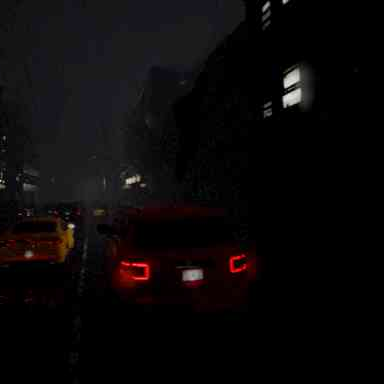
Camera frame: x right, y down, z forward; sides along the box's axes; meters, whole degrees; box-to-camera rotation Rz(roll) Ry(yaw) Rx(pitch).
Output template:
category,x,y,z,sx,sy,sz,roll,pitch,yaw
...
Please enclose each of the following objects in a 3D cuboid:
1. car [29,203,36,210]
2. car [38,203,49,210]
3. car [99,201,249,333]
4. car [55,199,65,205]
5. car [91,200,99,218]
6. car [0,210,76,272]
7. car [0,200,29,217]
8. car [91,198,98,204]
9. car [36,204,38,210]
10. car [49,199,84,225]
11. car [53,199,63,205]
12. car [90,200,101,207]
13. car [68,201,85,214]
category,x,y,z,sx,sy,sz,roll,pitch,yaw
car,-19.146,1.904,37.300,1.967,1.590,4.097,0,-1,-17
car,-18.057,2.042,42.916,2.033,1.411,5.357,0,0,-17
car,-0.769,1.290,7.249,2.150,2.045,5.566,0,0,-17
car,-33.968,2.513,85.809,2.008,1.369,4.403,0,-1,-17
car,-9.533,1.876,34.518,1.752,1.417,4.829,0,-1,-17
car,-5.236,1.615,11.584,1.882,1.535,5.008,0,-1,-17
car,-17.500,1.723,31.912,2.192,1.841,5.009,0,-1,-17
car,-26.001,2.431,88.417,1.752,1.417,4.829,0,-1,-17
car,-20.793,2.064,42.690,1.887,1.381,4.507,0,-1,-17
car,-9.855,1.648,26.698,2.097,1.767,4.553,0,0,-17
car,-32.321,2.458,80.419,2.008,1.369,4.403,0,-1,-17
car,-19.364,2.234,66.695,2.008,1.369,4.403,0,-1,-17
car,-15.336,1.957,44.299,1.882,1.535,5.008,0,0,-17
